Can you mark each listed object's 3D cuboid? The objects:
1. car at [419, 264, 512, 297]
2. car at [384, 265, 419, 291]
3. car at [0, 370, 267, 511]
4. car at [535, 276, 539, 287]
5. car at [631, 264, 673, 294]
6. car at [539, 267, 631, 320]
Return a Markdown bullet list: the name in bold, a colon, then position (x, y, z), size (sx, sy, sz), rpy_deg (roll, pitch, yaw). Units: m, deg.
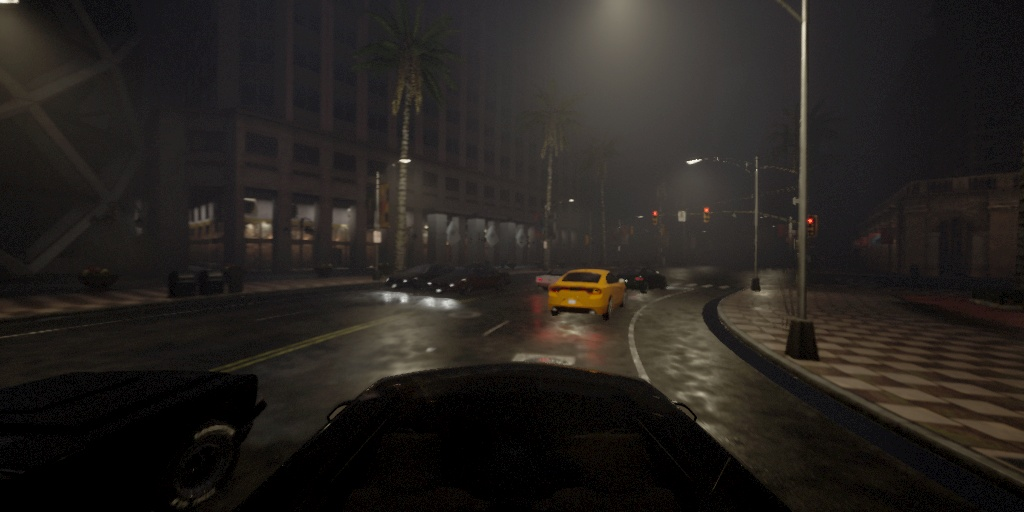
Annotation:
- **car**: position (-2.019, 1.205, 18.752), size (2.033, 1.411, 5.357), rpy_deg (1, 0, 31)
- **car**: position (-4.762, 1.169, 20.928), size (2.033, 1.411, 5.357), rpy_deg (1, 0, 31)
- **car**: position (-3.318, 1.320, 1.310), size (1.895, 1.301, 4.718), rpy_deg (1, 0, 1)
- **car**: position (3.423, 1.304, 20.277), size (1.895, 1.301, 4.718), rpy_deg (1, 0, 40)
- **car**: position (7.351, 1.305, 20.634), size (1.994, 1.385, 4.181), rpy_deg (1, 0, 42)
- **car**: position (2.846, 1.208, 12.848), size (1.882, 1.535, 5.008), rpy_deg (1, 0, 26)
